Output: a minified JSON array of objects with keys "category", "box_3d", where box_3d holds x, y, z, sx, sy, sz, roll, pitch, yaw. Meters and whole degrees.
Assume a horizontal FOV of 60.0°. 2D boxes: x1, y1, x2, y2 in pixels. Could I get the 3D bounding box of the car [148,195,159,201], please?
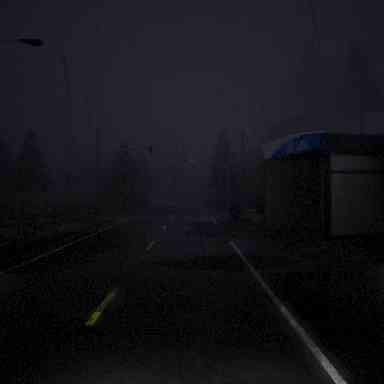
[{"category":"car","box_3d":[-10.065,1.535,83.439,2.033,1.411,5.357,0,0,-27]}]
